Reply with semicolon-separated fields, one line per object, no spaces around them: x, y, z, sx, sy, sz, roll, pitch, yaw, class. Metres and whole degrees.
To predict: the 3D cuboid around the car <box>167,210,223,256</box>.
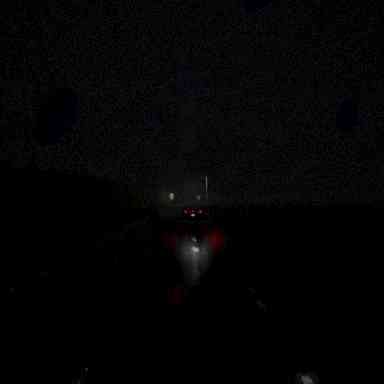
0.095;1.620;13.167;1.895;1.301;4.718;0;0;0;car

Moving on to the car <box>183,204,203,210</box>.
0.088;1.751;30.808;1.895;1.301;4.718;0;-1;0;car
